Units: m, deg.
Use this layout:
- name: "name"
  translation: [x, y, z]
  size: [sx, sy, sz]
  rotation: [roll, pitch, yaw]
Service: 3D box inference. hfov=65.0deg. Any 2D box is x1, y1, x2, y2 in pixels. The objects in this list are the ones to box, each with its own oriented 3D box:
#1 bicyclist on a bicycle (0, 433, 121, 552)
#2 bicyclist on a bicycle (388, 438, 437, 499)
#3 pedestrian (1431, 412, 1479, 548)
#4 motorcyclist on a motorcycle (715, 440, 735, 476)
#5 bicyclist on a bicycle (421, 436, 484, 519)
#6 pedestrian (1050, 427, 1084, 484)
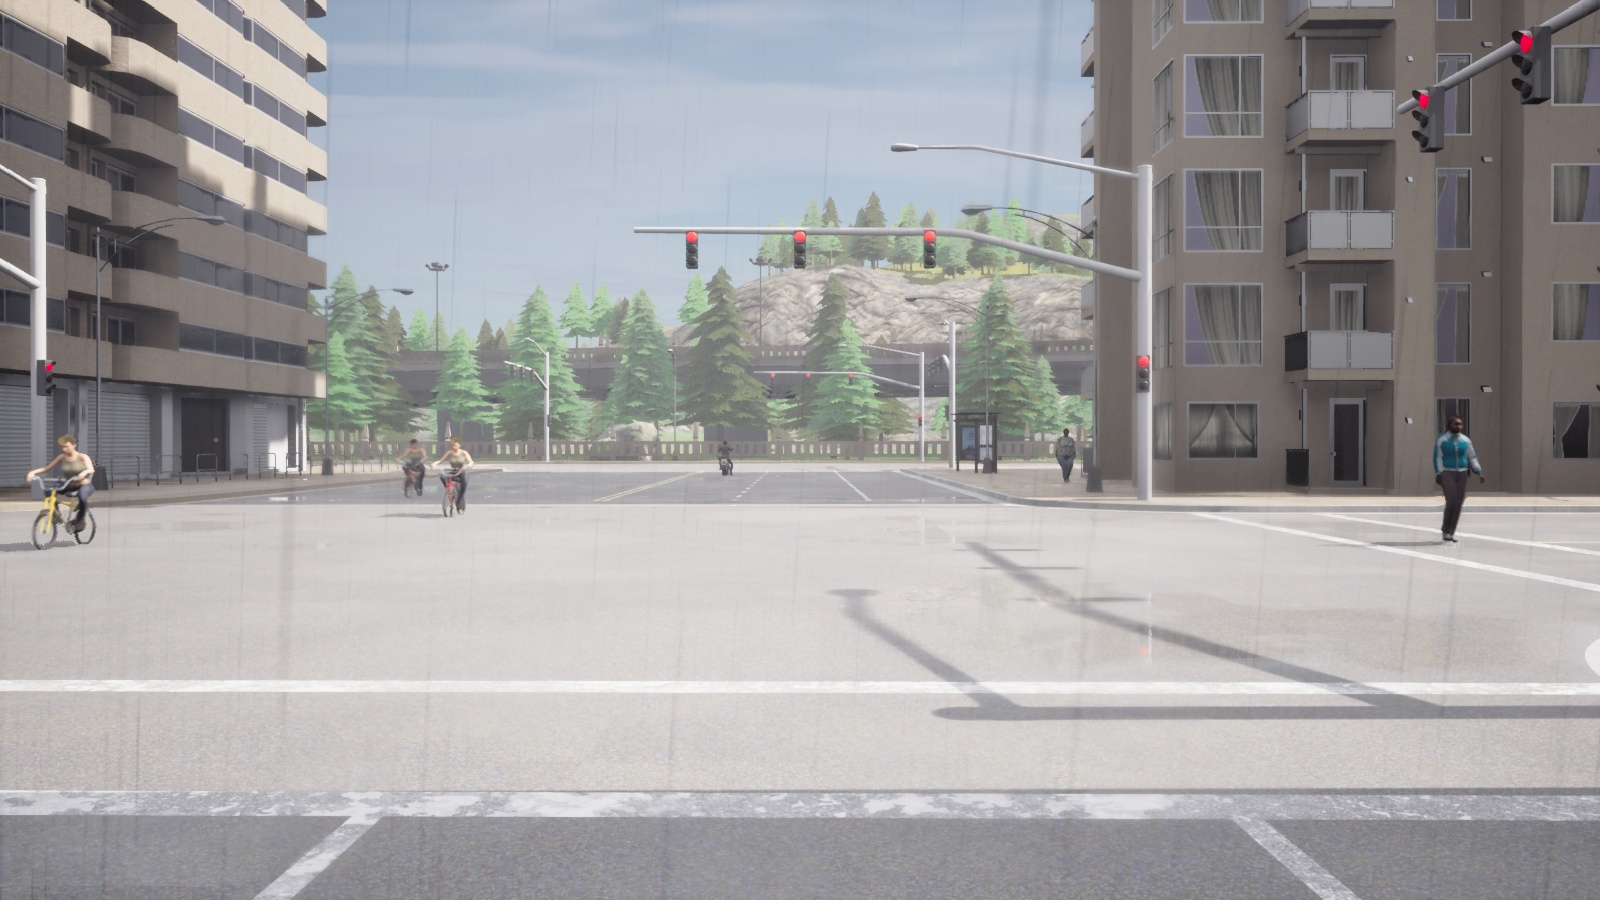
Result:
- name: "bicyclist on a bicycle"
  translation: [-10.465, 0.574, 17.795]
  size: [0.866, 1.612, 1.509]
  rotation: [0, 0, 0]
- name: "bicyclist on a bicycle"
  translation: [-10.461, 0.483, 33.926]
  size: [0.866, 1.612, 1.509]
  rotation: [0, 0, 0]
- name: "pedestrian"
  translation: [9.420, 0.421, 18.084]
  size: [0.396, 1.930, 0.692]
  rotation: [0, 0, 8]
- name: "motorcyclist on a motorcycle"
  translation: [-3.437, 0.367, 57.900]
  size: [0.766, 1.649, 2.350]
  rotation: [0, 0, 0]
- name: "bicyclist on a bicycle"
  translation: [-6.969, 0.535, 25.241]
  size: [0.866, 1.612, 1.509]
  rotation: [0, 0, 0]
- name: "pedestrian"
  translation: [8.748, 0.180, 41.180]
  size: [0.874, 1.855, 0.900]
  rotation: [0, 0, -4]
